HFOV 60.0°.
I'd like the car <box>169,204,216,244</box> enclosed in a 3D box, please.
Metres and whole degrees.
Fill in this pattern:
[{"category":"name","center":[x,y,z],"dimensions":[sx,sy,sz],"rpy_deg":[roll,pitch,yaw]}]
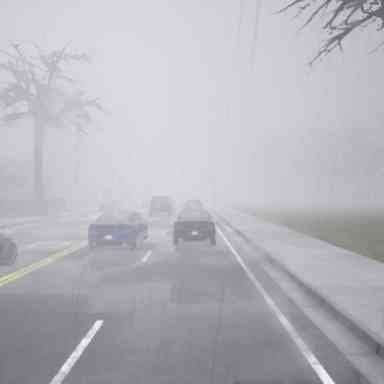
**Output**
[{"category":"car","center":[0.111,1.572,16.327],"dimensions":[1.882,1.535,5.008],"rpy_deg":[0,0,0]}]

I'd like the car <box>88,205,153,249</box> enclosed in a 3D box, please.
[{"category":"car","center":[-3.140,1.565,14.980],"dimensions":[1.882,1.535,5.008],"rpy_deg":[0,0,0]}]

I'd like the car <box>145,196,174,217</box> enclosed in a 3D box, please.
[{"category":"car","center":[-3.131,1.415,34.520],"dimensions":[2.150,2.045,5.566],"rpy_deg":[0,0,0]}]

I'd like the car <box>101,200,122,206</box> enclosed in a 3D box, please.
[{"category":"car","center":[-9.826,1.731,40.687],"dimensions":[1.837,1.490,4.892],"rpy_deg":[0,0,0]}]

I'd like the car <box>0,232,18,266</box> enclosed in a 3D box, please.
[{"category":"car","center":[-6.594,1.617,8.999],"dimensions":[1.994,1.385,4.181],"rpy_deg":[0,0,0]}]

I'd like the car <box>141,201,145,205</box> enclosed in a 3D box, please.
[{"category":"car","center":[-6.540,1.847,50.894],"dimensions":[1.994,1.385,4.181],"rpy_deg":[0,0,0]}]

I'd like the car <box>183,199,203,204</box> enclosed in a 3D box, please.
[{"category":"car","center":[0.119,1.547,34.664],"dimensions":[2.097,1.767,4.553],"rpy_deg":[0,0,0]}]
